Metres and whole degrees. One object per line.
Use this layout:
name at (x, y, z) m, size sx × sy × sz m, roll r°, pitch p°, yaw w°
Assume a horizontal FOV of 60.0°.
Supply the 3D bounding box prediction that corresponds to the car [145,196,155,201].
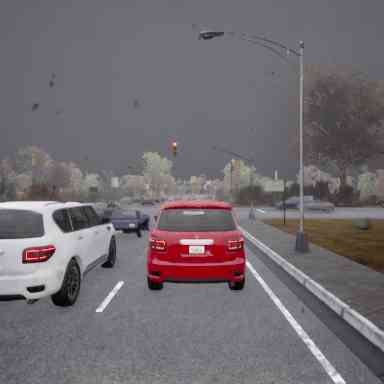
car at (-10.563, 1.595, 84.557) m, size 1.895 × 1.301 × 4.718 m, roll 0°, pitch 0°, yaw 0°

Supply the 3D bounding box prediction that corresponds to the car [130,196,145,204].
car at (-10.589, 1.547, 64.669) m, size 2.033 × 1.411 × 5.357 m, roll 0°, pitch 0°, yaw 1°

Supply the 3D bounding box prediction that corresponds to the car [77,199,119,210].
car at (-11.956, 1.601, 42.487) m, size 4.718 × 1.301 × 1.895 m, roll 0°, pitch 0°, yaw 3°

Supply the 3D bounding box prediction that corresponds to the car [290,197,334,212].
car at (13.748, 1.564, 37.553) m, size 4.181 × 1.385 × 1.994 m, roll 0°, pitch 0°, yaw 3°

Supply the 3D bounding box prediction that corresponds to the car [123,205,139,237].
car at (-3.413, 1.601, 17.901) m, size 1.895 × 1.301 × 4.718 m, roll 0°, pitch 0°, yaw 0°

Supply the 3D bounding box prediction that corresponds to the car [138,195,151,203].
car at (-10.557, 1.525, 74.511) m, size 2.128 × 1.511 × 4.902 m, roll 0°, pitch 0°, yaw 0°

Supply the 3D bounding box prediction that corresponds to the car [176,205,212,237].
car at (0.086, 1.526, 18.888) m, size 1.812 × 1.442 × 4.674 m, roll 0°, pitch 0°, yaw 0°

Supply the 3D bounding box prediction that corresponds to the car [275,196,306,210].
car at (12.600, 1.352, 41.122) m, size 4.553 × 1.767 × 2.097 m, roll 0°, pitch 0°, yaw 3°

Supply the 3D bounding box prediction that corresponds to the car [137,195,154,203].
car at (-7.123, 1.547, 54.533) m, size 2.033 × 1.411 × 5.357 m, roll 0°, pitch 0°, yaw 0°

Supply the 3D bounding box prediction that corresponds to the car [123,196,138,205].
car at (-10.629, 1.505, 54.926) m, size 1.837 × 1.490 × 4.892 m, roll 0°, pitch 0°, yaw 0°

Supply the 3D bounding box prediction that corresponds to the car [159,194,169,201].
car at (-7.063, 1.355, 84.192) m, size 2.097 × 1.767 × 4.553 m, roll 0°, pitch 0°, yaw 0°

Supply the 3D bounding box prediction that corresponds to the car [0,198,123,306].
car at (-3.406, 1.221, 8.133) m, size 2.150 × 2.045 × 5.566 m, roll 0°, pitch 0°, yaw 0°

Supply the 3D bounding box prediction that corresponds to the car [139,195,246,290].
car at (0.091, 1.221, 9.194) m, size 2.150 × 2.045 × 5.566 m, roll 0°, pitch 0°, yaw 0°

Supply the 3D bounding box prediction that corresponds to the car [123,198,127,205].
car at (-6.903, 1.505, 25.229) m, size 1.837 × 1.490 × 4.892 m, roll -2°, pitch 0°, yaw 9°
